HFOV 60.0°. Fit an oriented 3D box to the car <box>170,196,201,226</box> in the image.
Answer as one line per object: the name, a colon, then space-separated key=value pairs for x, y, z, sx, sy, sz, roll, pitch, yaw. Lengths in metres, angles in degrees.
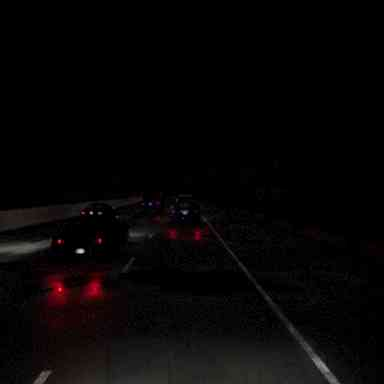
car: x=-0.474 y=1.408 z=24.051 sx=2.097 sy=1.767 sz=4.553 roll=0 pitch=0 yaw=-1

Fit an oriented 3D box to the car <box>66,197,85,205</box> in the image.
car: x=-22.588 y=1.680 z=64.647 sx=1.882 sy=1.535 sz=5.008 roll=0 pitch=0 yaw=-1

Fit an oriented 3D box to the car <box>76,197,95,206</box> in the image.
car: x=-18.994 y=1.707 z=59.493 sx=1.812 sy=1.442 sz=4.674 roll=0 pitch=0 yaw=-1

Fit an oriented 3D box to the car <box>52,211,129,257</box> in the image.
car: x=-3.702 y=1.640 z=13.086 sx=1.895 sy=1.301 sz=4.718 roll=0 pitch=0 yaw=-1

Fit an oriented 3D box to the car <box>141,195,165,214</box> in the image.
car: x=-4.268 y=1.315 z=36.474 sx=2.150 sy=2.045 sz=5.566 roll=0 pitch=0 yaw=-1

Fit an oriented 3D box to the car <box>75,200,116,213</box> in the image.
car: x=-7.551 y=1.628 z=27.261 sx=2.033 sy=1.411 sz=5.357 roll=0 pitch=0 yaw=-1

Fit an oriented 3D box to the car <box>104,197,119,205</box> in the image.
car: x=-15.589 y=1.744 z=64.450 sx=1.994 sy=1.385 sz=4.181 roll=0 pitch=0 yaw=-1
